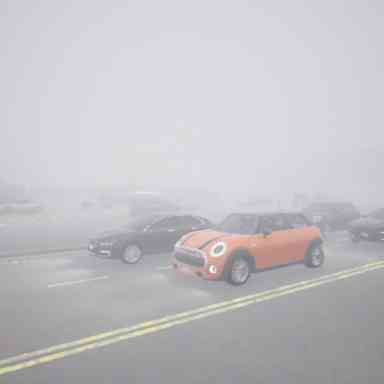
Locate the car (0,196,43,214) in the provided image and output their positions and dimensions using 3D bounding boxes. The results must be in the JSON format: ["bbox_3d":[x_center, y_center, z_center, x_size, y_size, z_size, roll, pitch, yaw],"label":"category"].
[{"bbox_3d":[-16.548,1.371,32.025,3.806,1.475,1.970,0,0,-35],"label":"car"}]

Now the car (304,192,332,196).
[{"bbox_3d":[16.557,0.972,41.535,4.605,1.855,1.932,0,0,-35],"label":"car"}]

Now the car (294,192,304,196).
[{"bbox_3d":[14.929,0.975,43.928,3.866,1.878,1.905,0,0,-35],"label":"car"}]

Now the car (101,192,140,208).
[{"bbox_3d":[-10.728,1.056,49.782,4.605,1.855,1.932,0,0,-35],"label":"car"}]

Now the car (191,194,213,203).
[{"bbox_3d":[1.896,1.214,62.293,3.806,1.475,1.970,0,0,-35],"label":"car"}]

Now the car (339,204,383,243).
[{"bbox_3d":[8.852,1.403,14.584,5.008,1.535,1.882,0,0,-36],"label":"car"}]

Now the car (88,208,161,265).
[{"bbox_3d":[-1.149,1.478,11.756,4.892,1.490,1.837,0,0,-35],"label":"car"}]

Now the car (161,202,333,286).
[{"bbox_3d":[1.688,1.319,9.480,4.553,1.767,2.097,0,0,-35],"label":"car"}]

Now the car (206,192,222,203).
[{"bbox_3d":[3.559,0.975,59.923,3.866,1.878,1.905,0,0,-35],"label":"car"}]

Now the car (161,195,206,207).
[{"bbox_3d":[-0.889,1.298,36.044,3.806,1.475,1.970,0,0,-35],"label":"car"}]

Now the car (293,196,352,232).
[{"bbox_3d":[7.015,1.276,17.570,4.553,1.767,2.097,0,0,-35],"label":"car"}]

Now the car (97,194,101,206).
[{"bbox_3d":[-12.348,1.266,52.184,3.905,1.438,1.784,0,0,-35],"label":"car"}]
